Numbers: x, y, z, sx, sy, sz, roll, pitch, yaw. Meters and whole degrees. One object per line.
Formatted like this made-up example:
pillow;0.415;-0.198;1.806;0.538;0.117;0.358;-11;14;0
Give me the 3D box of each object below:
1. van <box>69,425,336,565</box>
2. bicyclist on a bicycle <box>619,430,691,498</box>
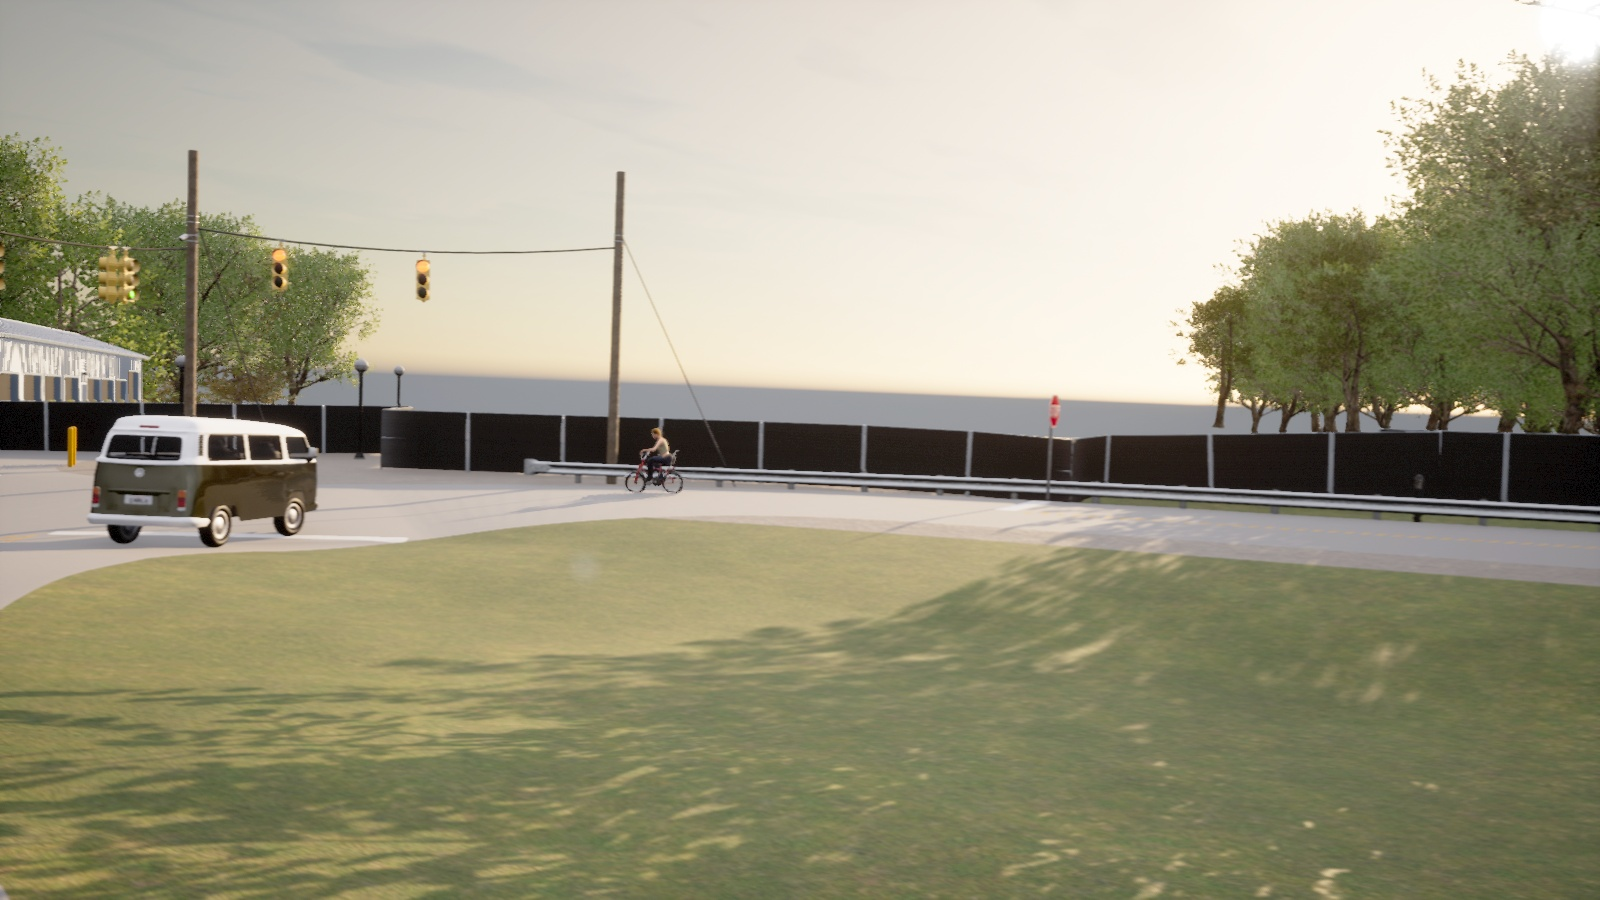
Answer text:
van;-9.742;0.657;20.960;2.069;2.038;4.480;1;0;4
bicyclist on a bicycle;-3.549;0.338;30.823;1.509;1.612;0.866;-1;2;11
